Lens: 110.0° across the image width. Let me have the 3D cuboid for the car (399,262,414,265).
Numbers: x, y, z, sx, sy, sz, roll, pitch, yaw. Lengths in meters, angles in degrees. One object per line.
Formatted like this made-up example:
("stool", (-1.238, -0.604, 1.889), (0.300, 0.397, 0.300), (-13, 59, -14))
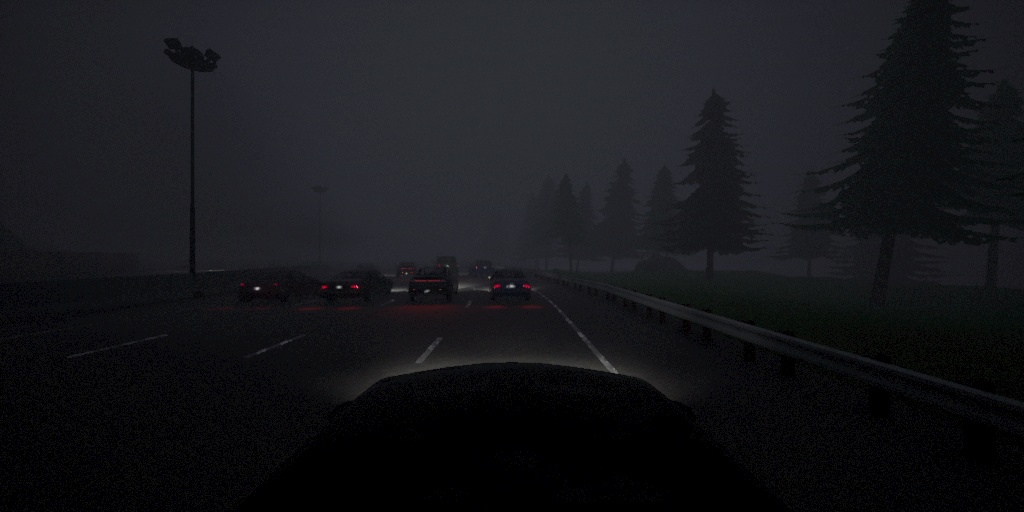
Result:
("car", (-9.812, 1.267, 33.538), (1.837, 1.490, 4.892), (0, 0, -15))

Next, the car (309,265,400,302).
("car", (-7.145, 1.313, 17.014), (2.033, 1.411, 5.357), (0, 0, -3))

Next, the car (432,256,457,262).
("car", (-6.438, 1.008, 34.470), (2.150, 2.045, 5.566), (0, 0, -15))

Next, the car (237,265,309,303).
("car", (-10.639, 1.323, 16.807), (1.994, 1.385, 4.181), (0, 0, -3))

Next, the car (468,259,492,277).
("car", (-3.041, 1.116, 35.316), (2.097, 1.767, 4.553), (0, 0, -15))

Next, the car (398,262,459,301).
("car", (-3.651, 1.245, 17.221), (2.128, 1.511, 4.902), (0, 0, -3))

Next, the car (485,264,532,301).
("car", (-0.157, 1.313, 17.427), (2.033, 1.411, 5.357), (0, 0, -3))

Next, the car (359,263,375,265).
("car", (-13.193, 1.323, 32.635), (1.994, 1.385, 4.181), (0, 0, -15))
